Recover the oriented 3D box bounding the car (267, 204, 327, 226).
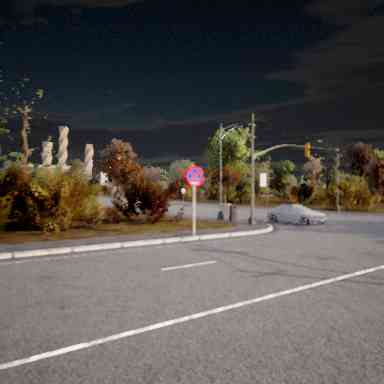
[{"bbox_3d":[7.566,1.618,24.406,1.812,1.442,4.674,0,0,-32],"label":"car"}]
